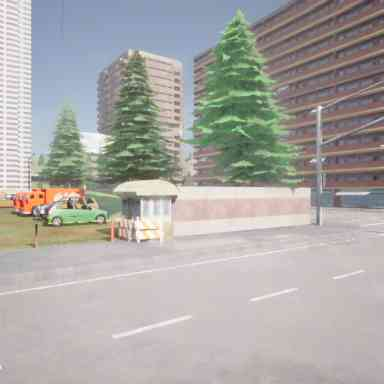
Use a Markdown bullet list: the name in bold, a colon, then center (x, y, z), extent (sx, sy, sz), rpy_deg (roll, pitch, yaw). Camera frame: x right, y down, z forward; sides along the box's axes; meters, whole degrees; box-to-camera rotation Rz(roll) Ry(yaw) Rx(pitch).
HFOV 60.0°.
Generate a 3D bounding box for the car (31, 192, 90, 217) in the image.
- **car**: center (-9.461, 1.172, 25.546), extent (4.605, 1.855, 1.932), rpy_deg (0, 0, -35)

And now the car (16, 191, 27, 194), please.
- **car**: center (-25.799, 1.204, 46.638), extent (3.866, 1.878, 1.905), rpy_deg (0, 0, -35)

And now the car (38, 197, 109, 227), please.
- **car**: center (-7.437, 1.341, 21.496), extent (3.988, 1.617, 1.851), rpy_deg (0, 0, -35)

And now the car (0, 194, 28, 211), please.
- **car**: center (-24.520, 1.394, 44.116), extent (4.193, 1.474, 1.816), rpy_deg (0, 0, -35)
